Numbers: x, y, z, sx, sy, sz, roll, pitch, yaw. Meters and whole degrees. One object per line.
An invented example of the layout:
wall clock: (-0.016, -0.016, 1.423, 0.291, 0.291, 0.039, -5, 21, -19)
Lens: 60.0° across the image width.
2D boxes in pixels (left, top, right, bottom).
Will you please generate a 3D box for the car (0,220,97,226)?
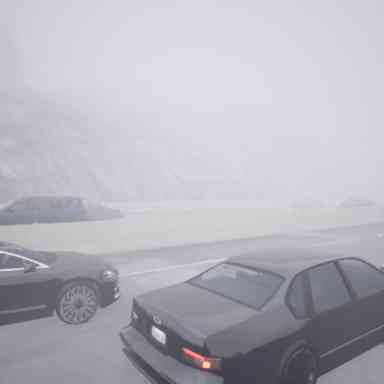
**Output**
car: (-7.704, 1.222, 15.692, 5.566, 2.045, 2.150, 0, 0, -35)

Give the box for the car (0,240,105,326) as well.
car: (-3.624, 1.491, 5.459, 4.902, 1.511, 2.128, 0, 0, -35)

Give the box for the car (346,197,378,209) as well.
car: (24.057, 1.483, 46.913, 5.008, 1.535, 1.882, 0, 0, -35)

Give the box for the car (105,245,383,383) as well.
car: (1.691, 1.548, 4.953, 5.357, 1.411, 2.033, 0, 0, -36)

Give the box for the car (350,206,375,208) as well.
car: (19.082, 1.355, 39.082, 4.553, 1.767, 2.097, 0, 0, -35)
